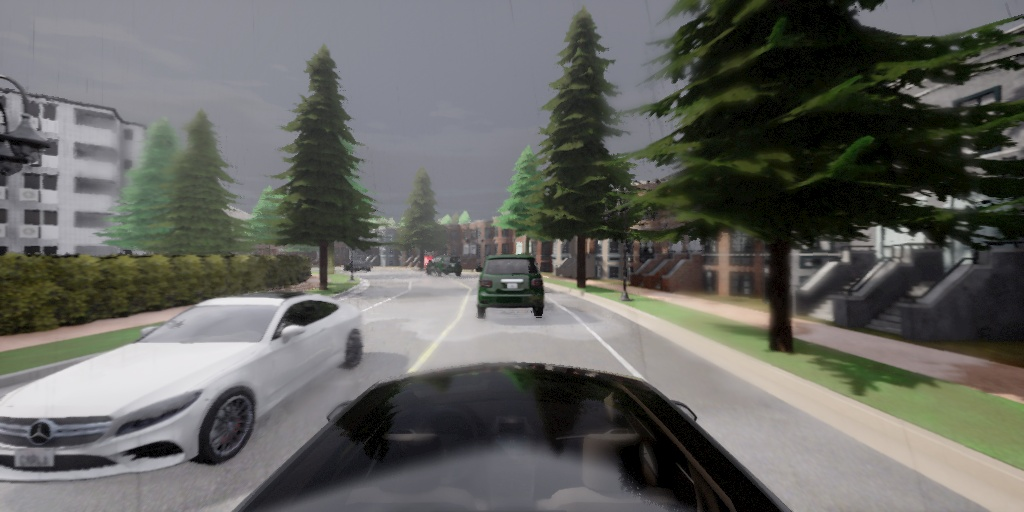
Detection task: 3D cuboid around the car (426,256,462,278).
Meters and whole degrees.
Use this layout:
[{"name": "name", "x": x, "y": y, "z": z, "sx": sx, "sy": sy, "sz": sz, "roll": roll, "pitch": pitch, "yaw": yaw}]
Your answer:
[{"name": "car", "x": -6.715, "y": 0.984, "z": 35.112, "sx": 2.150, "sy": 2.045, "sz": 5.566, "roll": 0, "pitch": 0, "yaw": -29}]

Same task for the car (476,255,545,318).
[{"name": "car", "x": -0.159, "y": 0.976, "z": 13.254, "sx": 2.150, "sy": 2.045, "sz": 5.566, "roll": 0, "pitch": 0, "yaw": -4}]

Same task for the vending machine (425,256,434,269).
[{"name": "vending machine", "x": -11.603, "y": 0.963, "z": 50.222, "sx": 0.880, "sy": 2.100, "sz": 1.100, "roll": 0, "pitch": 0, "yaw": 44}]

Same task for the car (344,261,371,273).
[{"name": "car", "x": -19.354, "y": 1.330, "z": 44.898, "sx": 4.181, "sy": 1.385, "sz": 1.994, "roll": 0, "pitch": 0, "yaw": 42}]

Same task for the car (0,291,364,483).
[{"name": "car", "x": -3.660, "y": 1.277, "z": 5.052, "sx": 1.812, "sy": 1.442, "sz": 4.674, "roll": 0, "pitch": 0, "yaw": -1}]
